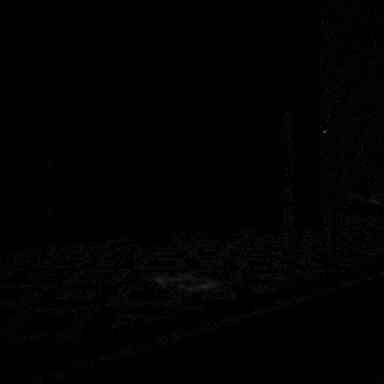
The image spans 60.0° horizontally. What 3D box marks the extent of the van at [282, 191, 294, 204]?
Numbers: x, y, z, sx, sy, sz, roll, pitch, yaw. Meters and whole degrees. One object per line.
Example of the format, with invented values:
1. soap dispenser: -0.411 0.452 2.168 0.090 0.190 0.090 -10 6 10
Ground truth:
1. van: 12.285 0.747 46.597 1.690 1.788 3.998 0 0 -36

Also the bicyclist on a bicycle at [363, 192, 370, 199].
1. bicyclist on a bicycle: 20.875 0.832 39.654 1.656 1.620 0.582 -1 1 -36

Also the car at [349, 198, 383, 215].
1. car: 14.854 1.226 28.324 2.008 1.369 4.403 1 0 -36
